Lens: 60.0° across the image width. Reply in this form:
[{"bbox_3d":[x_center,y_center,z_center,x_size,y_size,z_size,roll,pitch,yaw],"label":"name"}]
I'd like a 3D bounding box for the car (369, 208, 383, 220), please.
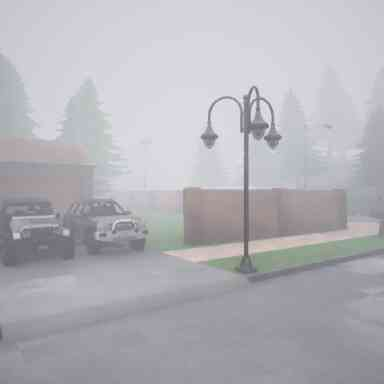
[{"bbox_3d":[15.434,1.488,23.242,2.033,1.411,5.357,0,0,-34],"label":"car"}]

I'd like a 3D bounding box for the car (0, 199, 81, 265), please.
[{"bbox_3d":[-5.332,1.172,11.050,1.905,1.878,3.866,0,0,-36],"label":"car"}]

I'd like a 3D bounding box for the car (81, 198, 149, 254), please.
[{"bbox_3d":[-3.515,1.170,12.831,1.932,1.855,4.605,0,0,-36],"label":"car"}]
